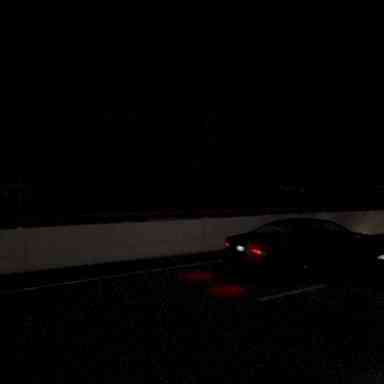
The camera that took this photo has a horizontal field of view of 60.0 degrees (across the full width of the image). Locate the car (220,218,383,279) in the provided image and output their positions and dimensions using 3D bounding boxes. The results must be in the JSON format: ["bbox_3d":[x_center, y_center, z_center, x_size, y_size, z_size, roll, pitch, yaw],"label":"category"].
[{"bbox_3d":[3.424,1.498,9.844,5.357,1.411,2.033,0,0,-30],"label":"car"}]
